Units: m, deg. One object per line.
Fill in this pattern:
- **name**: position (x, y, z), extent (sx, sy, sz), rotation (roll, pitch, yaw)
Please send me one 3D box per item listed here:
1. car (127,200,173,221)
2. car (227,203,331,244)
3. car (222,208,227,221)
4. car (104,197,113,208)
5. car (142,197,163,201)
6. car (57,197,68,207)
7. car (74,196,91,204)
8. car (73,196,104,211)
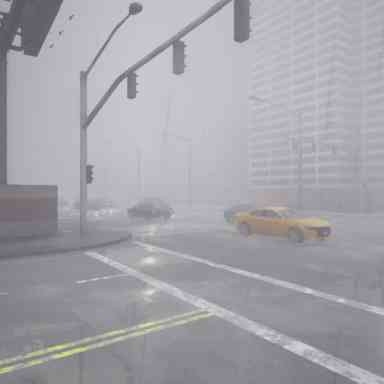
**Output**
- **car**: position (-3.525, 1.600, 27.131), extent (1.895, 1.301, 4.718), rotation (0, 0, -35)
- **car**: position (4.226, 1.476, 16.151), extent (1.882, 1.535, 5.008), rotation (0, 0, -35)
- **car**: position (4.161, 1.524, 23.054), extent (1.812, 1.442, 4.674), rotation (0, 0, -42)
- **car**: position (-12.460, 1.491, 45.872), extent (2.128, 1.511, 4.902), rotation (0, 0, -35)
- **car**: position (-3.746, 1.350, 33.514), extent (2.097, 1.767, 4.553), rotation (0, 0, -35)
- **car**: position (-20.697, 1.476, 51.554), extent (1.882, 1.535, 5.008), rotation (0, 0, -35)
- **car**: position (-21.536, 1.524, 65.115), extent (1.812, 1.442, 4.674), rotation (0, 0, -35)
- **car**: position (-13.020, 1.547, 40.581), extent (2.033, 1.411, 5.357), rotation (0, 0, -35)
